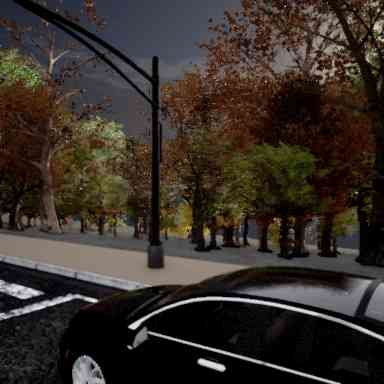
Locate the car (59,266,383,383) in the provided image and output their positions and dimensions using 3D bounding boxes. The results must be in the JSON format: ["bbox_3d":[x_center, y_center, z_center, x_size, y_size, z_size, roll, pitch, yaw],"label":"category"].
[{"bbox_3d":[0.689,1.517,3.189,4.892,1.490,1.837,0,0,36],"label":"car"}]
